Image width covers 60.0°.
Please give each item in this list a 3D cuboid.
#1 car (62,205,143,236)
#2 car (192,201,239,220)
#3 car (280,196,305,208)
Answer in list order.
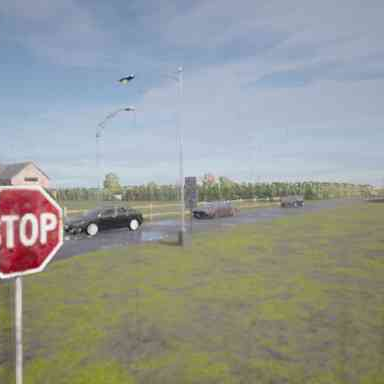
[{"bbox_3d":[-4.964,1.562,19.003,1.837,1.490,4.892,-1,0,38],"label":"car"},{"bbox_3d":[2.053,1.497,28.398,2.033,1.411,5.357,-1,0,37],"label":"car"},{"bbox_3d":[13.130,1.288,43.294,1.837,1.490,4.892,-1,-1,37],"label":"car"}]
